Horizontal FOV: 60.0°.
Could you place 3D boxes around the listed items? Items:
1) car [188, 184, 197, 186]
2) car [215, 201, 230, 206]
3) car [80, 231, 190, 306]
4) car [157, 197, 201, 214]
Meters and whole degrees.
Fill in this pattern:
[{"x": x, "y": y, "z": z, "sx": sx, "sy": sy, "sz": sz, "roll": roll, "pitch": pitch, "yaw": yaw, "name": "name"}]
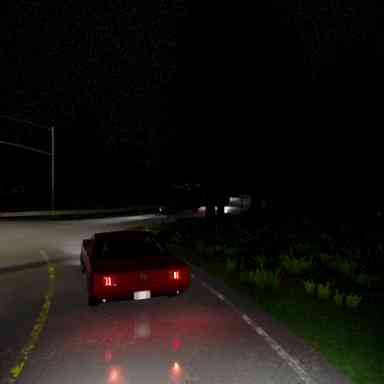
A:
[{"x": 0.065, "y": -1.823, "z": 70.112, "sx": 2.128, "sy": 1.511, "sz": 4.902, "roll": 0, "pitch": 5, "yaw": -1, "name": "car"}, {"x": 3.447, "y": 0.736, "z": 39.966, "sx": 1.837, "sy": 1.490, "sz": 4.892, "roll": 0, "pitch": 4, "yaw": 13, "name": "car"}, {"x": -1.688, "y": 1.600, "z": 8.167, "sx": 1.895, "sy": 1.301, "sz": 4.718, "roll": 0, "pitch": 0, "yaw": -21, "name": "car"}, {"x": -1.207, "y": 1.255, "z": 31.919, "sx": 2.128, "sy": 1.511, "sz": 4.902, "roll": 0, "pitch": 2, "yaw": 42, "name": "car"}]
